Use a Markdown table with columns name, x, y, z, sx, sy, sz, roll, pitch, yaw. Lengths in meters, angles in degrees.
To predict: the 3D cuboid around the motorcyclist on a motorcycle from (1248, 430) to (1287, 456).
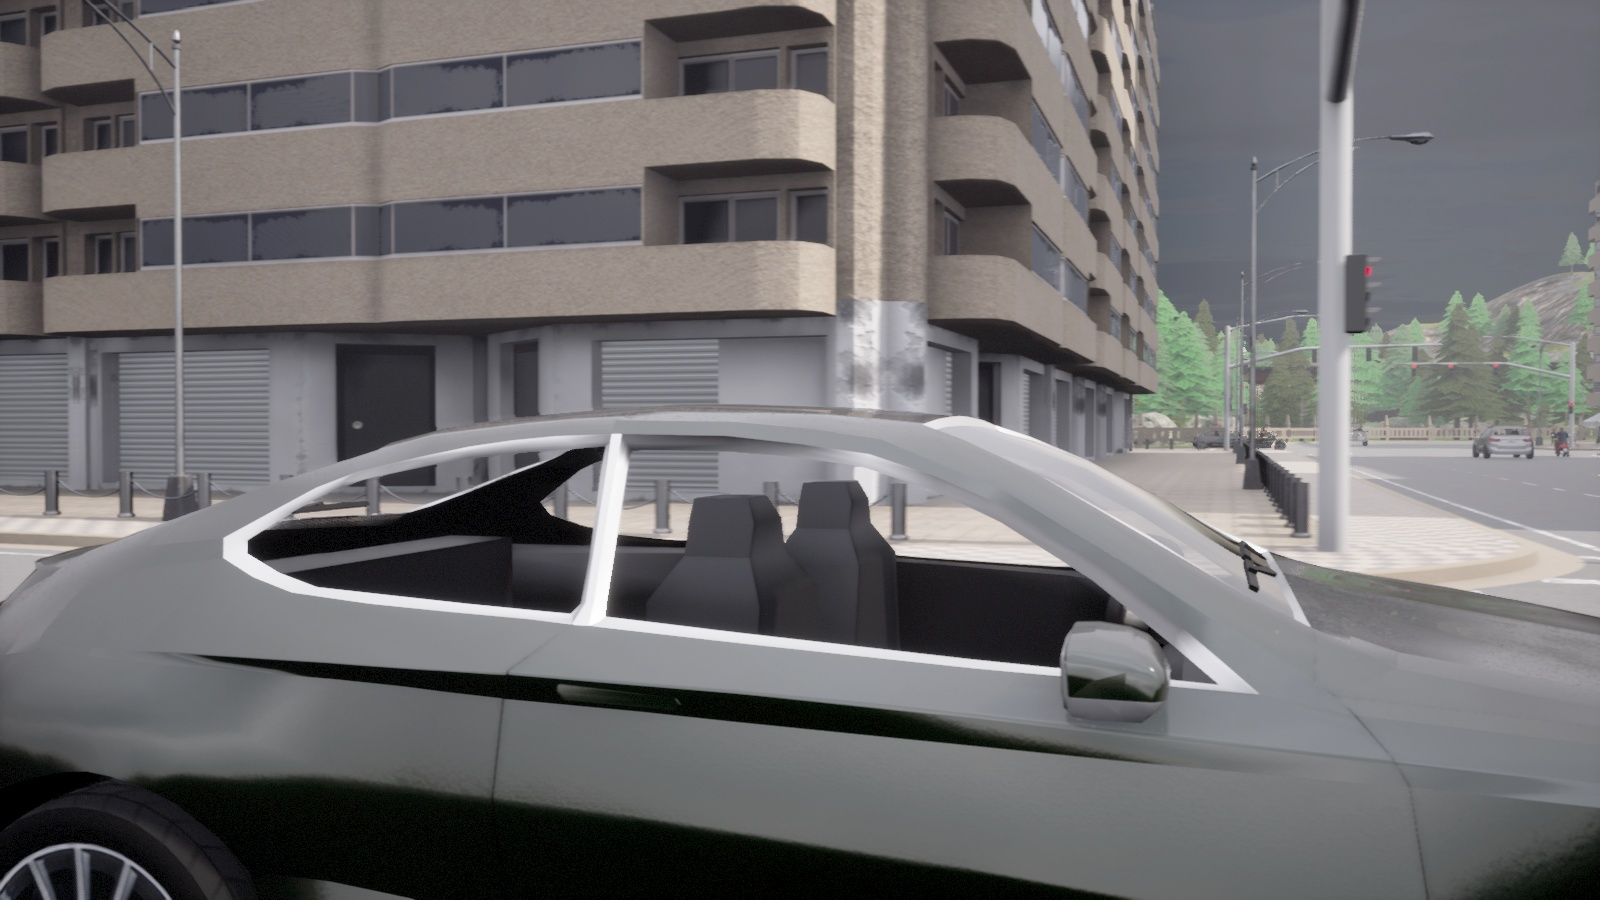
| name | x | y | z | sx | sy | sz | roll | pitch | yaw |
| --- | --- | --- | --- | --- | --- | --- | --- | --- | --- |
| motorcyclist on a motorcycle | 30.843 | -0.461 | 82.883 | 2.350 | 1.649 | 0.766 | 0 | 1 | 19 |

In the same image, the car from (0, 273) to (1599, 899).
| name | x | y | z | sx | sy | sz | roll | pitch | yaw |
| --- | --- | --- | --- | --- | --- | --- | --- | --- | --- |
| car | 0.267 | 0.553 | 3.140 | 5.027 | 1.651 | 2.152 | 1 | 1 | 18 |

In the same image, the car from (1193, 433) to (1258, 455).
| name | x | y | z | sx | sy | sz | roll | pitch | yaw |
| --- | --- | --- | --- | --- | --- | --- | --- | --- | --- |
| car | 29.489 | -0.455 | 87.180 | 4.193 | 1.474 | 1.816 | 1 | 1 | 16 |

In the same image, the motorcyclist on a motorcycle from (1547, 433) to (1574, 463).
| name | x | y | z | sx | sy | sz | roll | pitch | yaw |
| --- | --- | --- | --- | --- | --- | --- | --- | --- | --- |
| motorcyclist on a motorcycle | 40.421 | -0.117 | 66.774 | 0.866 | 1.590 | 1.817 | 1 | 1 | 19 |

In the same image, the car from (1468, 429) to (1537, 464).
| name | x | y | z | sx | sy | sz | roll | pitch | yaw |
| --- | --- | --- | --- | --- | --- | --- | --- | --- | --- |
| car | 35.816 | -0.218 | 64.165 | 2.242 | 1.667 | 4.611 | 1 | 1 | 19 |
